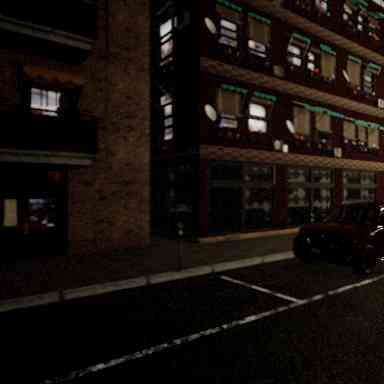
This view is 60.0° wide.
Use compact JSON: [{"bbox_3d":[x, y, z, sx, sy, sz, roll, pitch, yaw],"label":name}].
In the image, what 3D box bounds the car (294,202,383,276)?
[{"bbox_3d":[5.371,1.251,10.383,5.009,1.841,2.192,0,0,-35],"label":"car"}]
